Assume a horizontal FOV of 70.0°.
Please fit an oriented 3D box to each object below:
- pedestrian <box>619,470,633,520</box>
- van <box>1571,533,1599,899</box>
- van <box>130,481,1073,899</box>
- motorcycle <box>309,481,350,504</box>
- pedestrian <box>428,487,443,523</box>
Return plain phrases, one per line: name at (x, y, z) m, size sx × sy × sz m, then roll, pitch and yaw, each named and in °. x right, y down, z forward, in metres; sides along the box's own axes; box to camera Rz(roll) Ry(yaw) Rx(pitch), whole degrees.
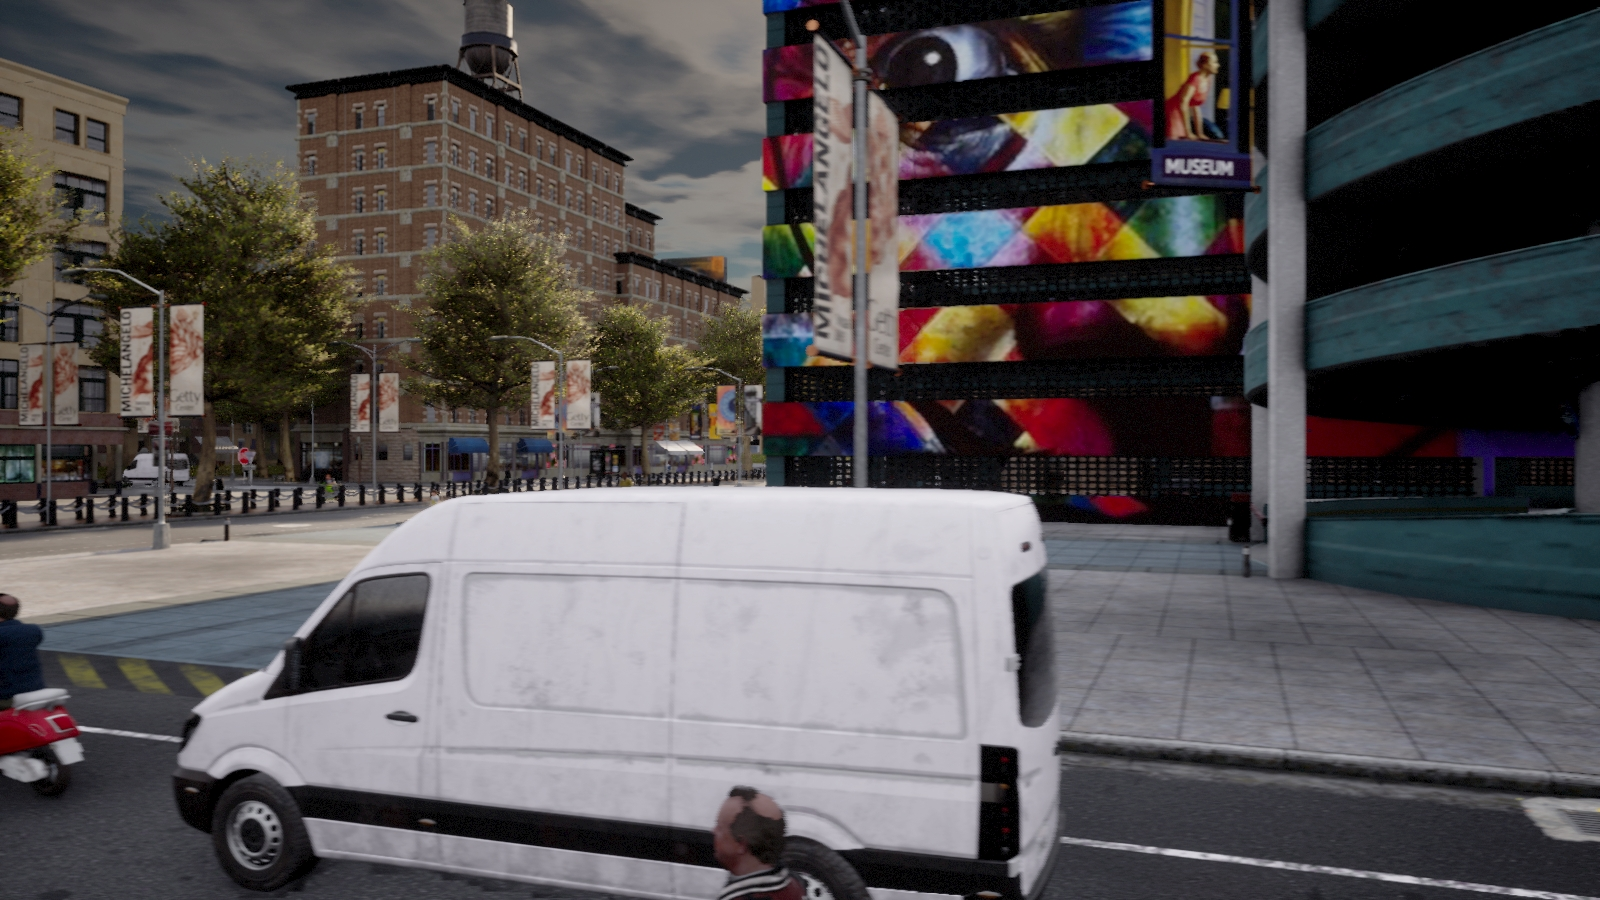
pedestrian at (-6.540, 1.696, 43.000) m, size 0.375 × 1.860 × 0.375 m, roll 0°, pitch 0°, yaw 34°
van at (4.960, 1.534, 1.774) m, size 5.915 × 2.561 × 1.988 m, roll 0°, pitch 0°, yaw 15°
van at (-1.325, 1.534, 7.543) m, size 5.915 × 2.561 × 1.988 m, roll 0°, pitch 0°, yaw 19°
motorcycle at (-24.731, 2.212, 60.071) m, size 0.803 × 1.145 × 2.033 m, roll 0°, pitch 0°, yaw 20°
pedestrian at (-13.116, 1.976, 41.119) m, size 0.375 × 1.300 × 0.375 m, roll 0°, pitch 0°, yaw 25°
